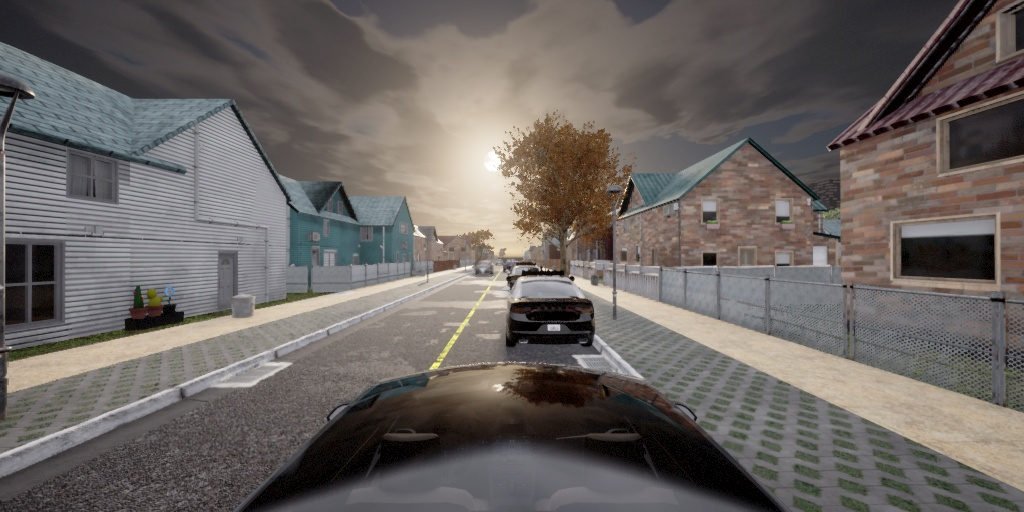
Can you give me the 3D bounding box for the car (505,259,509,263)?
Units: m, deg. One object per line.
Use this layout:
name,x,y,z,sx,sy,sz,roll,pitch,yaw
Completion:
car,0.737,1.113,25.349,2.097,1.767,4.553,0,0,0

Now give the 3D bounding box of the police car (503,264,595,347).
police car,0.798,1.178,9.489,1.930,1.638,5.238,0,0,0

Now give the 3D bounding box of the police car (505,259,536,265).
police car,0.760,1.184,19.489,1.930,1.638,5.238,0,0,0

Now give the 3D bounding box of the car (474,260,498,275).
car,-2.989,1.296,39.163,2.128,1.511,4.902,0,0,0

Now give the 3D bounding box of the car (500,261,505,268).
car,-0.133,1.213,49.086,2.097,1.767,4.553,0,0,0
